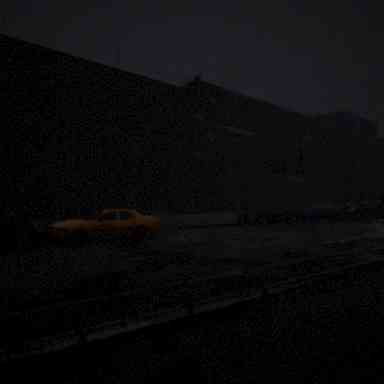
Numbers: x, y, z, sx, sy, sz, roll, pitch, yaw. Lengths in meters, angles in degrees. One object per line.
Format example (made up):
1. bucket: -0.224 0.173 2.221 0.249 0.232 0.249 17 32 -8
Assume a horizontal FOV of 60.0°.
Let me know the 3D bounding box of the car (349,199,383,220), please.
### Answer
1. car: 14.059 1.388 28.550 4.553 1.767 2.185 0 0 -36

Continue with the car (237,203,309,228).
1. car: 5.167 1.488 22.160 4.892 1.521 2.231 0 0 -36

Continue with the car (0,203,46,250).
1. car: -8.276 1.321 12.504 4.553 1.767 2.185 0 0 -36

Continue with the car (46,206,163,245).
1. car: -3.962 1.457 15.600 5.366 1.575 1.946 0 0 -36

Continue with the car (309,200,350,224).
1. car: 9.650 1.540 25.383 4.674 1.452 2.002 0 0 -36
